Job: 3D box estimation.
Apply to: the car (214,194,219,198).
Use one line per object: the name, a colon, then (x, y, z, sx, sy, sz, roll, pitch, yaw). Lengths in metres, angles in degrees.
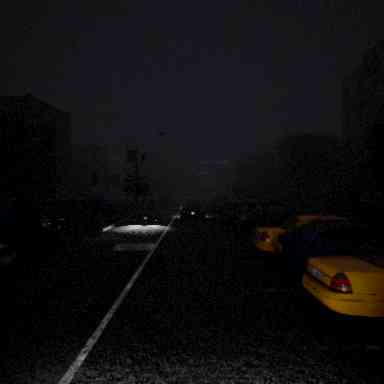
car: (4.662, 1.334, 31.186, 4.553, 1.767, 2.185, 0, 0, 0)

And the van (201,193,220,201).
van: (4.487, 1.195, 81.467, 4.442, 1.987, 1.878, 0, 1, 0)

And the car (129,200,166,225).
car: (-3.106, 1.548, 24.063, 1.994, 1.385, 4.181, 0, 0, 0)

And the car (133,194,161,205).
car: (-7.681, 1.317, 57.390, 4.553, 1.767, 2.185, 0, 0, 0)

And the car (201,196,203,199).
car: (0.072, 1.536, 42.595, 1.994, 1.385, 4.181, 0, 0, 0)

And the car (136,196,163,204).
car: (-7.712, 1.481, 60.328, 4.674, 1.452, 2.002, 0, 0, 0)

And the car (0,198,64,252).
car: (-7.715, 1.221, 11.345, 5.566, 2.045, 2.435, 0, 0, 0)

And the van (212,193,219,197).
van: (4.746, 1.230, 36.771, 4.442, 1.987, 1.878, 0, 0, 0)

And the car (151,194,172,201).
car: (-7.733, 1.398, 83.855, 5.008, 1.535, 2.097, 0, 1, 0)

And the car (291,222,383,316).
car: (4.832, 1.473, 6.042, 5.366, 1.575, 1.946, 0, 0, 0)

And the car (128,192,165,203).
car: (-7.740, 1.193, 54.577, 5.566, 2.045, 2.435, 0, 0, 0)

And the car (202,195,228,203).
car: (4.606, 1.435, 67.503, 5.008, 1.535, 2.097, 0, 0, 0)

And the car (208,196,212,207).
car: (4.655, 1.483, 39.568, 4.792, 1.488, 2.163, 0, 0, 0)

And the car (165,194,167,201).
car: (-7.713, 1.479, 63.391, 4.674, 1.452, 2.002, 0, 0, 0)

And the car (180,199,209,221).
car: (0.072, 1.546, 26.775, 1.994, 1.385, 4.181, 0, 0, 0)

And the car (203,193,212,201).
car: (4.652, 1.199, 45.154, 5.566, 2.045, 2.435, 0, 0, 0)

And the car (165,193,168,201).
car: (-7.747, 1.466, 66.330, 4.792, 1.488, 2.163, 0, 0, 0)

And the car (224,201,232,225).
car: (4.632, 1.468, 20.010, 4.892, 1.521, 2.231, 0, 0, 0)

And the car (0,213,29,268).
car: (-7.500, 1.471, 8.680, 5.366, 1.575, 1.946, 0, 0, 0)

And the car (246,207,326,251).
car: (4.828, 1.469, 11.629, 5.366, 1.575, 1.946, 0, 0, 0)

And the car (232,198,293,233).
car: (4.608, 1.343, 17.218, 4.553, 1.767, 2.185, 0, 0, 0)

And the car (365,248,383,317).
car: (4.677, 1.507, 3.248, 4.792, 1.488, 2.163, 0, 0, 0)

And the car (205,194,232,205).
car: (4.648, 1.315, 59.246, 4.553, 1.767, 2.185, 0, 0, 0)

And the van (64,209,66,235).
van: (-7.805, 1.245, 14.136, 4.442, 1.987, 1.878, 0, 0, 0)

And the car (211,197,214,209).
car: (4.628, 1.498, 33.978, 4.674, 1.452, 2.002, 0, 0, 0)

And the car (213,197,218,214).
car: (4.628, 1.461, 28.516, 5.008, 1.535, 2.097, 0, 0, 0)

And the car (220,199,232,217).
car: (4.643, 1.466, 22.804, 4.892, 1.521, 2.231, 0, 0, 0)

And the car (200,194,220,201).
car: (4.596, 1.393, 84.276, 4.892, 1.521, 2.231, 0, 1, 0)

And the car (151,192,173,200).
car: (-7.701, 1.097, 86.796, 5.566, 2.045, 2.435, 0, 1, 0)

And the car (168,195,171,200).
car: (-7.727, 1.434, 72.081, 4.892, 1.521, 2.231, 0, 0, 0)

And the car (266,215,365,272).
car: (4.673, 1.504, 8.836, 4.792, 1.488, 2.163, 0, 0, 0)

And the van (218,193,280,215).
van: (4.518, 1.237, 25.597, 4.442, 1.987, 1.878, 0, 0, 0)

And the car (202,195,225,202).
car: (4.602, 1.433, 73.214, 4.892, 1.521, 2.231, 0, 0, 0)
